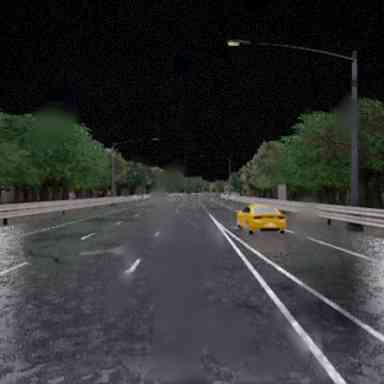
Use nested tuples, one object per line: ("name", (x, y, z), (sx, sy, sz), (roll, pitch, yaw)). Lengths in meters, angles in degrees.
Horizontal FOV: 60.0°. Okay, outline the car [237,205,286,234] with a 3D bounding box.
("car", (3.833, 1.472, 19.102), (1.882, 1.535, 5.008), (0, 0, -2))
